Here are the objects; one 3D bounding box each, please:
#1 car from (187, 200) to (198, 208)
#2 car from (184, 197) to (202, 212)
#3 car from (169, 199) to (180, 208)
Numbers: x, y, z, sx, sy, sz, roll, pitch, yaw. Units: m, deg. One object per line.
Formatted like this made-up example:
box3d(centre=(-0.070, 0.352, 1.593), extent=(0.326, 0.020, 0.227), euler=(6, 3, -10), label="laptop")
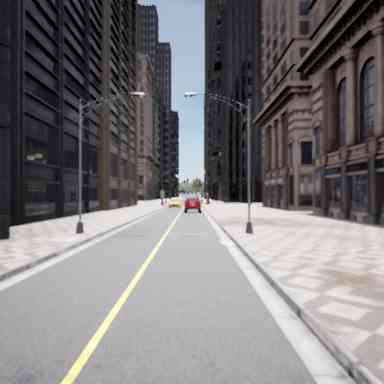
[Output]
box3d(centre=(0.099, 2.179, 62.560), extent=(1.895, 1.301, 4.718), euler=(0, -1, 0), label="car")
box3d(centre=(0.100, 1.639, 44.648), extent=(2.150, 2.045, 5.566), euler=(0, 0, 0), label="car")
box3d(centre=(-3.040, 2.019, 58.529), extent=(1.882, 1.535, 5.008), euler=(0, 0, 1), label="car")
